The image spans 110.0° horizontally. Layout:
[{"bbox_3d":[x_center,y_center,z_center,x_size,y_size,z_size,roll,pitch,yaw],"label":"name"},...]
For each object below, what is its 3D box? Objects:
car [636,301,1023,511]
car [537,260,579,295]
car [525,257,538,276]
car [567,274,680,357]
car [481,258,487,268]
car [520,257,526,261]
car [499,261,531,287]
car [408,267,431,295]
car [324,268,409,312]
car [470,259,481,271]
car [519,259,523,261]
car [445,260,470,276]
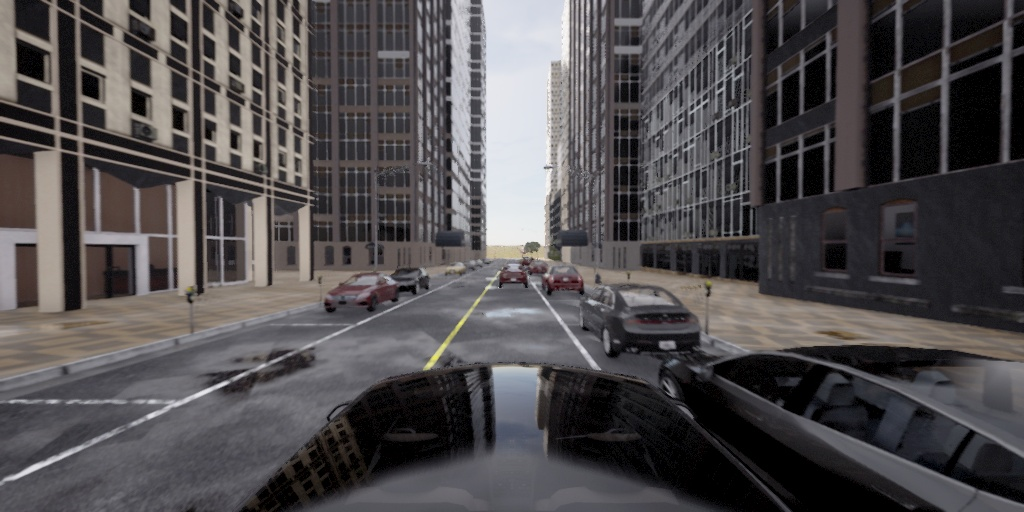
[{"bbox_3d":[2.690,1.316,2.694,1.948,1.339,4.313,0,0,0],"label":"car"},{"bbox_3d":[2.680,1.182,19.717,1.967,1.591,4.097,0,0,0],"label":"car"},{"bbox_3d":[2.670,1.164,36.741,1.967,1.591,4.097,0,0,0],"label":"car"},{"bbox_3d":[2.687,1.299,8.368,2.007,1.370,4.403,0,0,0],"label":"car"},{"bbox_3d":[-5.725,1.245,59.491,2.007,1.370,4.403,0,0,0],"label":"car"},{"bbox_3d":[2.656,1.010,59.439,2.192,1.841,5.009,0,0,0],"label":"car"},{"bbox_3d":[0.086,1.264,24.041,1.812,1.442,4.674,0,0,0],"label":"car"},{"bbox_3d":[-5.668,1.307,19.772,1.948,1.339,4.313,0,0,0],"label":"car"},{"bbox_3d":[-5.665,1.327,14.098,1.802,1.307,4.207,0,0,0],"label":"car"},{"bbox_3d":[-5.720,1.261,48.142,2.007,1.370,4.403,0,0,0],"label":"car"},{"bbox_3d":[0.074,1.315,44.794,1.895,1.301,4.718,0,0,0],"label":"car"},{"bbox_3d":[-5.696,1.249,36.625,1.751,1.417,4.829,0,0,0],"label":"car"}]
